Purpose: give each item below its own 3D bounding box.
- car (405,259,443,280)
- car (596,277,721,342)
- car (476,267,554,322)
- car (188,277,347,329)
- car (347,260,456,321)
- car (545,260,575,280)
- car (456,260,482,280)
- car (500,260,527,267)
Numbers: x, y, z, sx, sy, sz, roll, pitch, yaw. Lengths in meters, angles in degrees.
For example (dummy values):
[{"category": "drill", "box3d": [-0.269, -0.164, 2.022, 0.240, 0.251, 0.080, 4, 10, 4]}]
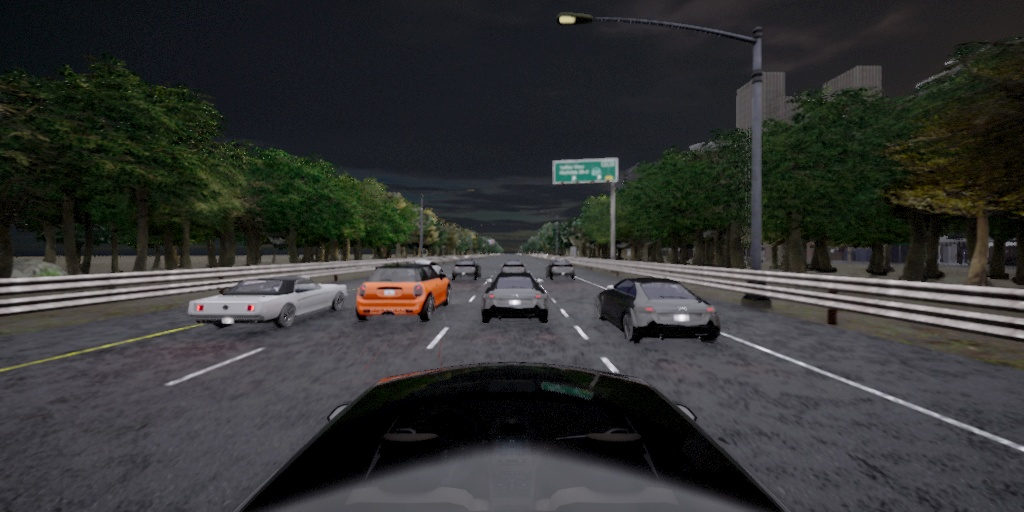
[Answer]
[{"category": "car", "box3d": [-6.879, 1.040, 28.537, 1.812, 1.442, 4.674, 0, 1, 0]}, {"category": "car", "box3d": [3.577, 1.248, 9.532, 1.994, 1.385, 4.181, 0, 1, 0]}, {"category": "car", "box3d": [0.089, 1.228, 11.876, 1.994, 1.385, 4.181, 0, 1, 0]}, {"category": "car", "box3d": [-6.913, 1.272, 10.966, 1.895, 1.301, 4.718, 0, 1, 0]}, {"category": "car", "box3d": [-3.411, 1.015, 12.136, 2.097, 1.767, 4.553, 0, 1, 0]}, {"category": "car", "box3d": [3.616, 1.014, 27.574, 2.128, 1.511, 4.902, 0, 1, 0]}, {"category": "car", "box3d": [-3.385, 1.014, 27.584, 2.128, 1.511, 4.902, 0, 1, 0]}, {"category": "car", "box3d": [0.115, 1.014, 27.596, 2.128, 1.511, 4.902, 0, 1, 0]}]
